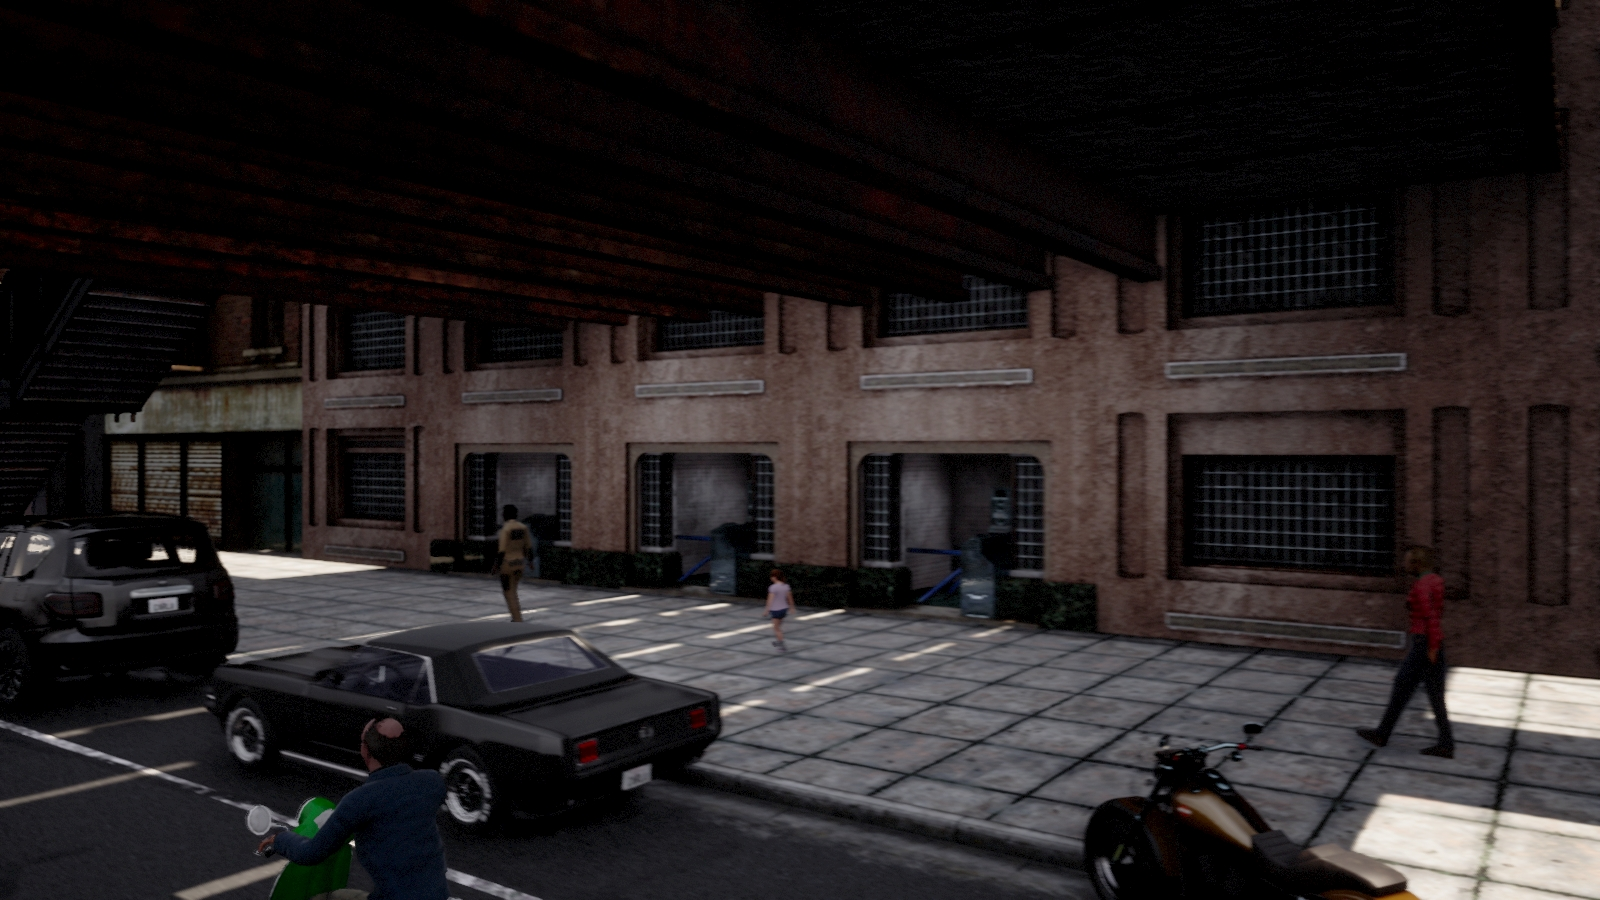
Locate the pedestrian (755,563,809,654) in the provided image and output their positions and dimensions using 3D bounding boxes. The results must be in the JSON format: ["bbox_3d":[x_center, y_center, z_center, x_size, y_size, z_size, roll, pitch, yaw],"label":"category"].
[{"bbox_3d":[-0.239,2.076,15.047,0.500,1.100,0.500,0,0,43],"label":"pedestrian"}]

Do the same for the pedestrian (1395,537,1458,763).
[{"bbox_3d":[5.393,1.696,9.838,0.375,1.860,0.375,0,0,-42],"label":"pedestrian"}]

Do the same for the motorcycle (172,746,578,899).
[{"bbox_3d":[-1.955,2.182,5.173,1.805,1.236,0.856,0,0,35],"label":"motorcycle"}]

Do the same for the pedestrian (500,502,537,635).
[{"bbox_3d":[-4.063,1.696,16.497,0.375,1.860,0.375,0,0,38],"label":"pedestrian"}]
